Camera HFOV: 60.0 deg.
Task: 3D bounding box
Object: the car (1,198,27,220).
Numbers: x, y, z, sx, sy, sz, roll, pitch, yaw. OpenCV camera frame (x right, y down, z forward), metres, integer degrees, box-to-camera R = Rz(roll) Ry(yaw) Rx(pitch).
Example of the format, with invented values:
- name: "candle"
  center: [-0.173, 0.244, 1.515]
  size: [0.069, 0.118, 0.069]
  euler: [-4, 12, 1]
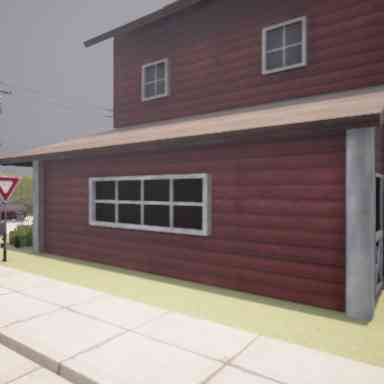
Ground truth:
- name: "car"
  center: [-14.520, 1.334, 24.057]
  size: [2.097, 1.767, 4.553]
  euler: [0, 0, 37]
